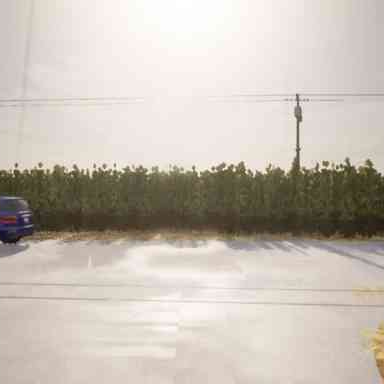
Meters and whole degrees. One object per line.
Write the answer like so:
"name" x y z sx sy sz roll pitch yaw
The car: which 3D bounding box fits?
"car" -9.275 1.202 13.379 5.566 2.045 2.150 0 0 2
